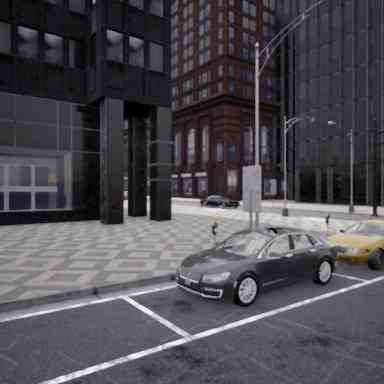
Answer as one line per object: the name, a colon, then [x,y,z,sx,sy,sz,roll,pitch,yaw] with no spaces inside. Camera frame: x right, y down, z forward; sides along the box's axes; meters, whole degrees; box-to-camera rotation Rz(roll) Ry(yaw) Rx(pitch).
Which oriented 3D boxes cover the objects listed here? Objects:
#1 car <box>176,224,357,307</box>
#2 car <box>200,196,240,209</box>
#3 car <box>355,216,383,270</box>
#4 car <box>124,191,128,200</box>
car: [1.688,1.546,7.869,4.403,1.369,2.008,0,0,-36]
car: [2.906,1.099,35.157,1.895,1.301,4.718,0,1,-36]
car: [6.029,1.515,10.983,4.829,1.417,1.752,0,0,-36]
car: [-10.589,0.621,53.891,1.812,1.442,4.674,0,1,-36]
